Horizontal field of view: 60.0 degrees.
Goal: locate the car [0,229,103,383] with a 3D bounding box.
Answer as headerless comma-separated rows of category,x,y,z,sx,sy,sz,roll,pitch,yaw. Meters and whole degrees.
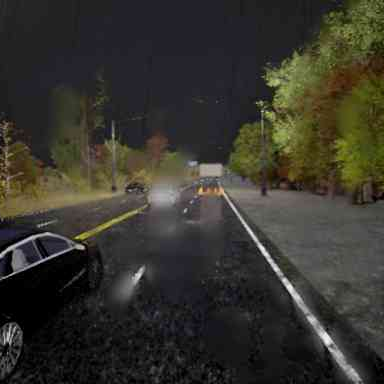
car,-2.897,1.314,5.132,2.128,1.511,4.902,-1,3,3

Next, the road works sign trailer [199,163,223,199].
road works sign trailer,1.942,-1.211,34.397,2.380,3.560,2.880,-1,3,4

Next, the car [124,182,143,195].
car,-7.390,-0.466,43.070,1.837,1.490,4.892,-1,3,4

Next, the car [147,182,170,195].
car,-4.181,-0.434,42.386,2.033,1.411,5.357,-1,3,4

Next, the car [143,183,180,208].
car,-1.845,0.254,22.875,1.812,1.442,4.674,2,3,3
